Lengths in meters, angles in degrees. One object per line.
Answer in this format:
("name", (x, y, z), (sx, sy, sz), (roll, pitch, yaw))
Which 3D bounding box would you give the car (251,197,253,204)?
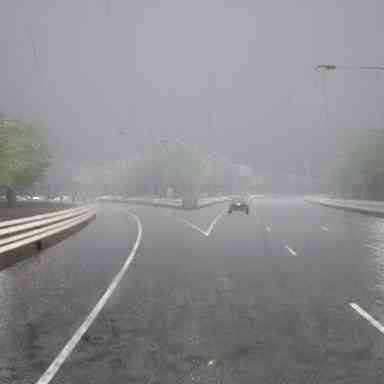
("car", (10.497, 1.380, 63.898), (2.097, 1.767, 4.553), (0, 0, 13))

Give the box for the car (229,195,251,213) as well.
("car", (5.293, 1.363, 37.402), (2.097, 1.767, 4.553), (0, 0, 9))
